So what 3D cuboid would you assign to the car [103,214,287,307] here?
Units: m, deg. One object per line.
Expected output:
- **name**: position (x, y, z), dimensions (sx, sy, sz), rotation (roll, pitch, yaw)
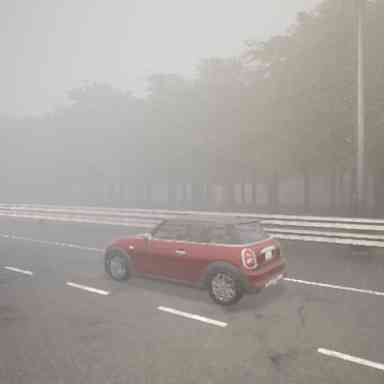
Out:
- **car**: position (-0.115, 1.354, 8.248), dimensions (4.553, 1.767, 2.097), rotation (0, 0, 35)
